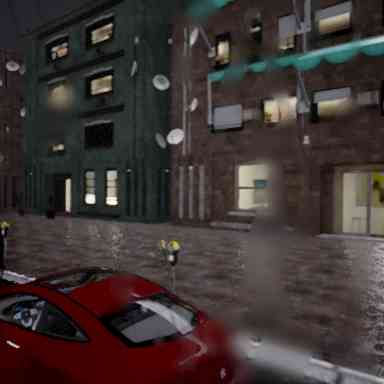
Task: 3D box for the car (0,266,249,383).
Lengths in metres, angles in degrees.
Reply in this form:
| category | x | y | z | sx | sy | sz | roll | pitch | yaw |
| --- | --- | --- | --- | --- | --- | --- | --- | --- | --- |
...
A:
| category | x | y | z | sx | sy | sz | roll | pitch | yaw |
| --- | --- | --- | --- | --- | --- | --- | --- | --- | --- |
| car | -1.407 | 1.568 | 3.874 | 4.206 | 1.307 | 1.802 | 0 | 1 | 35 |
